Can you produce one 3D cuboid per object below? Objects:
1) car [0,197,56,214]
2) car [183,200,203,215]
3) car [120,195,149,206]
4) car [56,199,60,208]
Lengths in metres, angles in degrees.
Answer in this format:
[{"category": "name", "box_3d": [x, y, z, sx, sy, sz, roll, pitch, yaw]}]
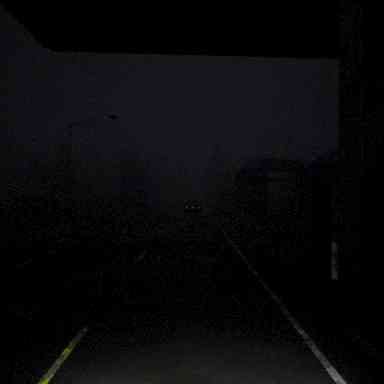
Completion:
[{"category": "car", "box_3d": [-16.448, 1.278, 32.286, 5.027, 1.636, 2.152, 0, 0, -1]}, {"category": "car", "box_3d": [0.091, 1.494, 33.705, 2.033, 1.411, 5.357, 0, 0, 0]}, {"category": "car", "box_3d": [-9.181, 1.267, 52.958, 4.553, 1.767, 2.097, 0, 0, 11]}, {"category": "car", "box_3d": [-16.520, 1.282, 35.422, 4.514, 1.523, 2.007, 0, 0, -1]}]
